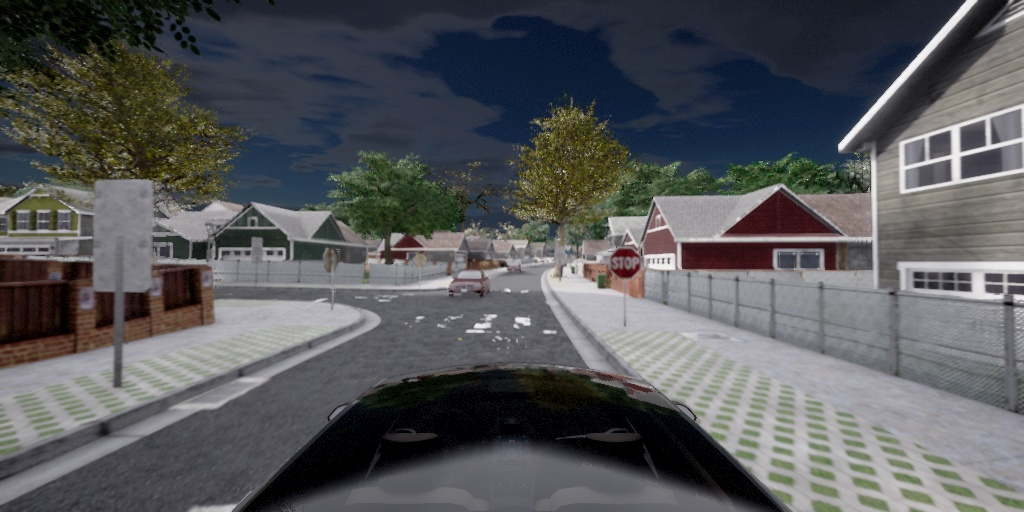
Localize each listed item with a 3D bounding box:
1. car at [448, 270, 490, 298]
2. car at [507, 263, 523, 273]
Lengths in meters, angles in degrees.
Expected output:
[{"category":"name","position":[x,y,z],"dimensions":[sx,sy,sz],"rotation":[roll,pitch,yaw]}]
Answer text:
[{"category":"car","position":[-2.283,1.496,20.161],"dimensions":[1.812,1.442,4.674],"rotation":[1,-1,3]},{"category":"car","position":[0.424,1.690,52.083],"dimensions":[1.812,1.442,4.674],"rotation":[0,0,7]}]
